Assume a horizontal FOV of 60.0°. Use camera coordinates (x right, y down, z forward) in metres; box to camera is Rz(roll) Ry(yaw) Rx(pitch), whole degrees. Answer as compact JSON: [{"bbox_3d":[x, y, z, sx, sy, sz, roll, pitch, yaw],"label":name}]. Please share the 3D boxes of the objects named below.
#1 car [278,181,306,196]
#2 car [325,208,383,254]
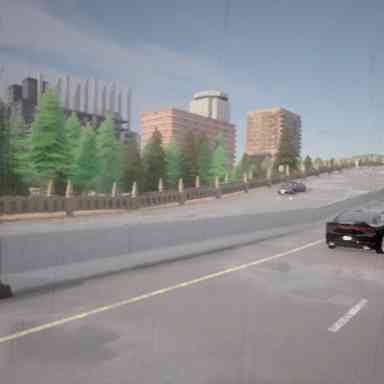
[{"bbox_3d":[12.219,-0.498,40.554,2.128,1.511,4.902,1,7,42],"label":"car"},{"bbox_3d":[7.095,1.401,13.545,1.882,1.535,5.008,1,2,41],"label":"car"}]
